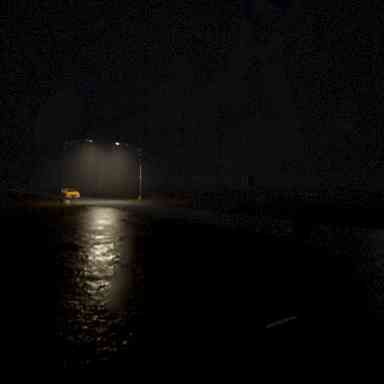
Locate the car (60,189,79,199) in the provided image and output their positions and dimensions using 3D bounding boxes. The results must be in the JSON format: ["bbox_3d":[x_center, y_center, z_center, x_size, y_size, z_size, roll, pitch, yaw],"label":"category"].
[{"bbox_3d":[-18.463,0.262,50.055,1.882,1.535,5.008,0,2,-35],"label":"car"}]
